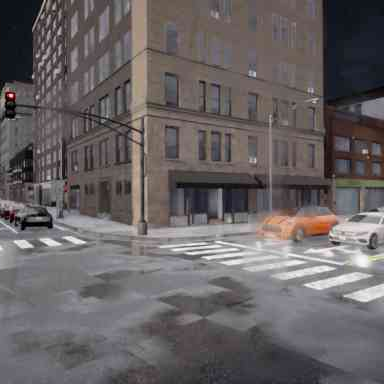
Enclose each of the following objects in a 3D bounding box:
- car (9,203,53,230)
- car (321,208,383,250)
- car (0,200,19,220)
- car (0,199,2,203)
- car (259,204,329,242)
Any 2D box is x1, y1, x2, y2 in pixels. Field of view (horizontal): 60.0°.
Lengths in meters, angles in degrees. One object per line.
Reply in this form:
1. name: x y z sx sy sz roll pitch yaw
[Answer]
1. car: -9.973 1.568 20.855 1.947 1.339 4.313 1 0 -35
2. car: 8.179 1.651 15.077 4.674 1.442 1.812 0 -1 -34
3. car: -13.123 1.546 25.401 1.887 1.381 4.507 1 0 -35
4. car: -16.274 1.552 29.946 2.008 1.369 4.403 1 0 -35
5. car: 5.606 1.504 17.260 4.553 1.767 2.097 0 -1 -35
